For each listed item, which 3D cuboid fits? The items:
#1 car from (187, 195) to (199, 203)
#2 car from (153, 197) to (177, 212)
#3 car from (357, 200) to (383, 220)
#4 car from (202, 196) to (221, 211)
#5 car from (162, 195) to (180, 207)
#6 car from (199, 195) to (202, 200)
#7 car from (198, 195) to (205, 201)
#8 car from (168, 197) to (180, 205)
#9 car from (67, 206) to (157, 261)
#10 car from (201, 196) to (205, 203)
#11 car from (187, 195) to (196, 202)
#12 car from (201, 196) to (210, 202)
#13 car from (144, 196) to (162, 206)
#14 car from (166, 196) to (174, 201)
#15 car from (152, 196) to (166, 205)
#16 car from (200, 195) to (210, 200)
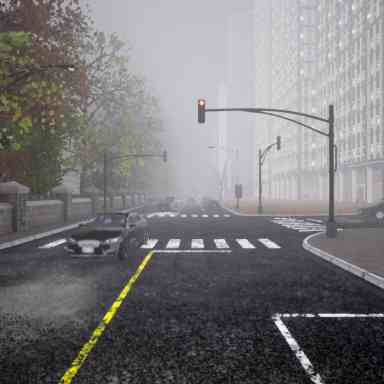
[{"bbox_3d":[-0.059,1.578,69.263,1.812,1.442,4.674,0,0,0],"label":"car"},{"bbox_3d":[-3.131,1.583,39.228,1.994,1.385,4.181,0,0,0],"label":"car"},{"bbox_3d":[14.932,1.238,24.786,4.892,1.490,1.837,-1,0,0],"label":"car"},{"bbox_3d":[2.656,1.587,41.563,1.947,1.339,4.313,0,0,0],"label":"car"},{"bbox_3d":[-3.135,1.379,48.781,2.097,1.767,4.553,0,0,0],"label":"car"},{"bbox_3d":[3.055,1.406,69.845,2.097,1.767,4.553,0,0,0],"label":"car"},{"bbox_3d":[2.614,1.642,92.254,2.008,1.369,4.403,0,0,0],"label":"car"},{"bbox_3d":[-3.121,1.564,59.055,1.812,1.442,4.674,0,0,0],"label":"car"},{"bbox_3d":[-2.950,1.494,12.500,2.128,1.511,4.902,0,0,5],"label":"car"},{"bbox_3d":[2.652,1.592,47.195,1.947,1.339,4.313,0,0,0],"label":"car"},{"bbox_3d":[-0.066,1.482,78.847,2.033,1.411,5.357,0,0,0],"label":"car"},{"bbox_3d":[3.085,1.590,76.875,1.812,1.442,4.674,0,0,0],"label":"car"},{"bbox_3d":[-5.729,1.608,47.188,1.802,1.307,4.206,0,0,0],"label":"car"},{"bbox_3d":[-5.762,1.626,86.615,1.887,1.381,4.507,0,0,0],"label":"car"},{"bbox_3d":[-5.737,1.478,58.454,1.967,1.590,4.097,0,0,0],"label":"car"},{"bbox_3d":[2.647,1.597,52.828,1.947,1.339,4.313,0,0,0],"label":"car"}]
